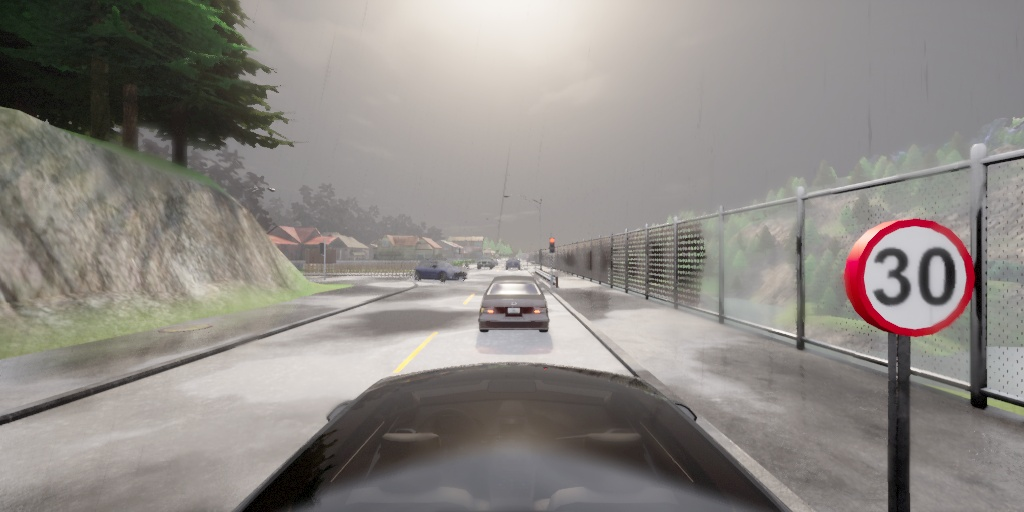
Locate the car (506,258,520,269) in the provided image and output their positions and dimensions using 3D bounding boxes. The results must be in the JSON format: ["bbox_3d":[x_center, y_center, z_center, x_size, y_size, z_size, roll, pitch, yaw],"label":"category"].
[{"bbox_3d":[0.160,1.102,54.800,2.097,1.767,4.553,0,0,0],"label":"car"}]

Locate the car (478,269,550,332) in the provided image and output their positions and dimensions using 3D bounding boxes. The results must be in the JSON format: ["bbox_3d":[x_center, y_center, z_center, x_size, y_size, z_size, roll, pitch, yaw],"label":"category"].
[{"bbox_3d":[0.058,1.297,10.757,2.033,1.411,5.357,0,0,0],"label":"car"}]

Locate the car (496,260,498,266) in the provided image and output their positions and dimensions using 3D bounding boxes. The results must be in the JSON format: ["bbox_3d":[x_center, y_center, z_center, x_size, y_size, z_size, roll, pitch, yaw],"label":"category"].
[{"bbox_3d":[-3.986,1.297,64.898,2.033,1.411,5.357,0,0,0],"label":"car"}]

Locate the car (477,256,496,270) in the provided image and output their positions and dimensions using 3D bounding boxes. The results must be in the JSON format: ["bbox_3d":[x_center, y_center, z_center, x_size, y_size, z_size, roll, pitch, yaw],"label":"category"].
[{"bbox_3d":[-4.035,0.971,54.656,2.150,2.045,5.566,0,0,0],"label":"car"}]

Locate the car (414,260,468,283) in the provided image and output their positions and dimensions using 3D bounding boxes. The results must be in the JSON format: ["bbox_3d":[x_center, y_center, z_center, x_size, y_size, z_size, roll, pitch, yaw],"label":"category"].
[{"bbox_3d":[-5.512,1.102,27.798,4.553,1.767,2.097,0,1,38],"label":"car"}]
